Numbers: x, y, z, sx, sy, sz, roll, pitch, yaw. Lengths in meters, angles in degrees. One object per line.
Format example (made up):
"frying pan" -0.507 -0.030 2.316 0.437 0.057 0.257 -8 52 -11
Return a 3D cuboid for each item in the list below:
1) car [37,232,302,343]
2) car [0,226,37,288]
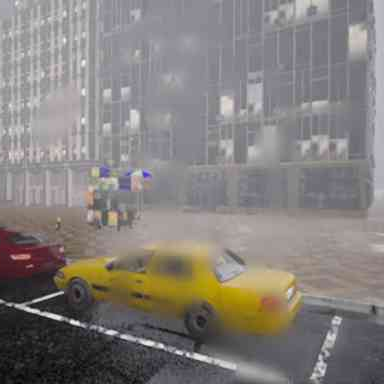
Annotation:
"car" -0.521 1.519 6.231 4.829 1.417 1.752 0 0 30
"car" -5.178 1.571 8.880 4.206 1.307 1.802 0 0 30
